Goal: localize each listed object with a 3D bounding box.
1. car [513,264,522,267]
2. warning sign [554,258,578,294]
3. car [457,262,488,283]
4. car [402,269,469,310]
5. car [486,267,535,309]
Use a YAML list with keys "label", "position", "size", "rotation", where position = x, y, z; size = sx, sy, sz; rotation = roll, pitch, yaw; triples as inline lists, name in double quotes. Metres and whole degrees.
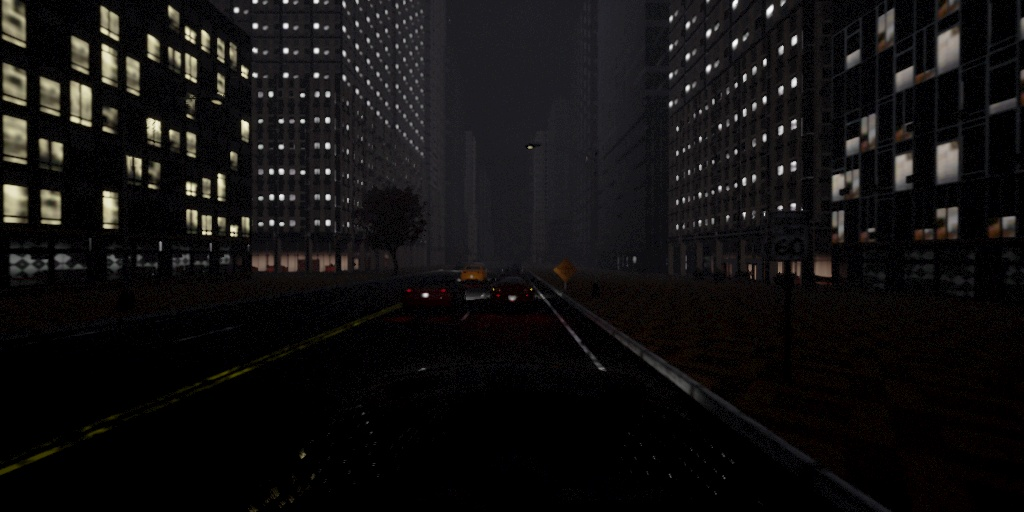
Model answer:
- label: "car"
  position: [0.040, 1.593, 30.358]
  size: [1.994, 1.385, 4.181]
  rotation: [0, 0, 1]
- label: "warning sign"
  position: [2.859, 1.036, 19.294]
  size: [1.300, 1.860, 1.060]
  rotation: [0, 0, 0]
- label: "car"
  position: [-3.203, 1.513, 31.106]
  size: [1.882, 1.535, 5.008]
  rotation: [0, 0, 1]
- label: "car"
  position: [-3.215, 1.448, 15.418]
  size: [1.994, 1.385, 4.181]
  rotation: [0, 0, 0]
- label: "car"
  position: [0.036, 1.412, 15.746]
  size: [1.812, 1.442, 4.674]
  rotation: [0, 0, 1]
